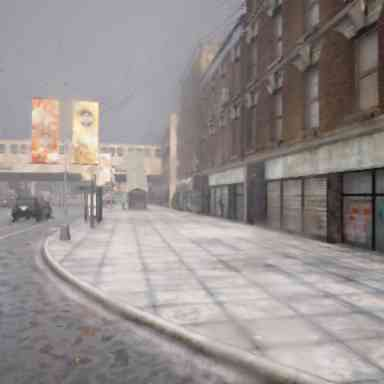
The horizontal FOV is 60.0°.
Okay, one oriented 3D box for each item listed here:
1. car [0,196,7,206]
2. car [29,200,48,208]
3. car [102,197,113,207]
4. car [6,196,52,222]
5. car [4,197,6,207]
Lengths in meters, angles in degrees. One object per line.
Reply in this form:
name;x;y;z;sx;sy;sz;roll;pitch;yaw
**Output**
car;-34.309;1.738;61.816;2.435;2.045;5.566;0;-1;-11
car;-27.071;2.114;58.874;1.895;1.301;4.718;0;-1;-11
car;-21.521;2.279;83.299;2.231;1.521;4.892;0;-1;-1
car;-13.989;1.474;29.226;2.150;2.045;5.566;0;-1;-11
car;-30.483;1.964;58.097;1.882;1.535;5.008;0;-1;-11
